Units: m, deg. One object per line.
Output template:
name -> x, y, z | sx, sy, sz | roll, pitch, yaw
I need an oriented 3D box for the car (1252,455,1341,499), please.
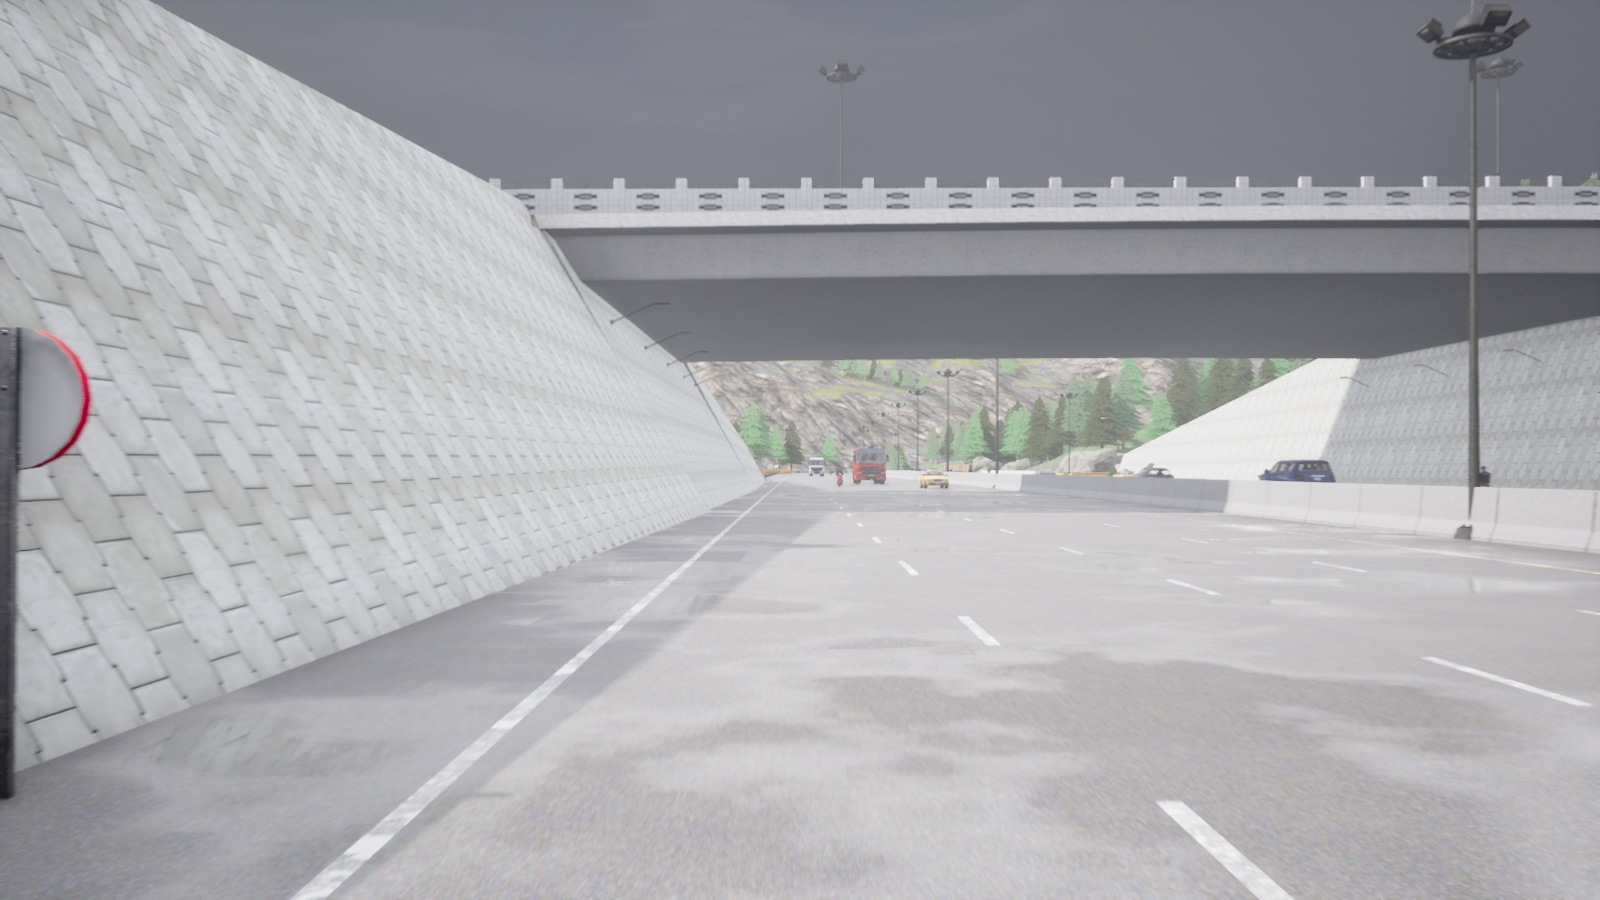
car -> 24.352, 1.321, 61.892 | 2.150, 2.045, 5.566 | 0, -1, 0

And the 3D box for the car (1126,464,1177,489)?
car -> 24.315, 1.806, 86.978 | 2.242, 1.667, 4.611 | 0, -1, 0

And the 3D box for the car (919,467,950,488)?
car -> 10.304, 2.097, 96.667 | 1.801, 1.575, 5.366 | 0, -1, 0
